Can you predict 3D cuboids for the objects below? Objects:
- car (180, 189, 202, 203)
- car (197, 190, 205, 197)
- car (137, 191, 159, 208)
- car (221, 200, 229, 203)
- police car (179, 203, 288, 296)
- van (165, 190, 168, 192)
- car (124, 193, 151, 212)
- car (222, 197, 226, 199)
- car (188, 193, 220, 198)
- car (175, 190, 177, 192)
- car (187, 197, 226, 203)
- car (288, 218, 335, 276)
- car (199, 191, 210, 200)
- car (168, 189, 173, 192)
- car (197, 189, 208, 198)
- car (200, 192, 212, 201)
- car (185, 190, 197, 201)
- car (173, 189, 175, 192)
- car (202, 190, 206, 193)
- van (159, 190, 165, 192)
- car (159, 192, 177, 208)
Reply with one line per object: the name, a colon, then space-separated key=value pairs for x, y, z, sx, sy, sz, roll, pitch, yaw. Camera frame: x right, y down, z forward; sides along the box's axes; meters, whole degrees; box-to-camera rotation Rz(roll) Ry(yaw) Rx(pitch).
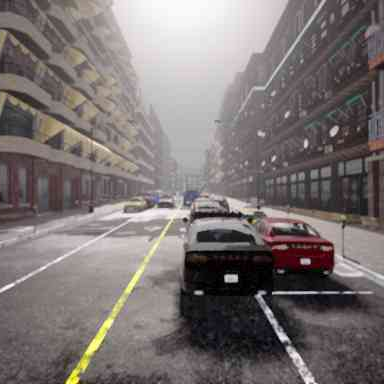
car: x=-0.077 y=0.626 z=45.215 sx=2.150 sy=2.045 sz=5.566 roll=0 pitch=1 yaw=0
car: x=2.395 y=0.387 z=87.169 sx=1.967 sy=1.590 sz=4.097 roll=1 pitch=1 yaw=0
car: x=-5.357 y=0.815 z=37.441 sx=2.192 sy=1.841 sz=5.009 roll=2 pitch=1 yaw=0
car: x=2.558 y=1.309 z=15.444 sx=1.752 sy=1.417 sz=4.829 roll=1 pitch=1 yaw=0
police car: x=0.699 y=1.303 z=8.515 sx=1.930 sy=1.638 sz=5.238 roll=0 pitch=1 yaw=0
van: x=-5.388 y=0.642 z=54.030 sx=1.690 sy=1.788 sz=3.998 roll=1 pitch=1 yaw=0
car: x=-5.352 y=1.098 z=31.742 sx=1.752 sy=1.417 sz=4.829 roll=2 pitch=1 yaw=0
car: x=2.527 y=1.115 z=31.863 sx=1.887 sy=1.381 sz=4.507 roll=1 pitch=1 yaw=0
car: x=0.782 y=1.119 z=24.600 sx=1.801 sy=1.575 sz=5.366 roll=0 pitch=1 yaw=0
car: x=-5.444 y=0.567 z=81.684 sx=1.947 sy=1.339 sz=4.313 roll=1 pitch=1 yaw=0
car: x=0.792 y=1.250 z=18.409 sx=1.837 sy=1.490 sz=4.892 roll=0 pitch=1 yaw=0
car: x=2.568 y=1.406 z=9.743 sx=1.887 sy=1.381 sz=4.507 roll=1 pitch=1 yaw=0
car: x=2.477 y=0.618 z=65.045 sx=1.967 sy=1.590 sz=4.097 roll=1 pitch=1 yaw=0
car: x=-5.408 y=0.493 z=65.090 sx=2.192 sy=1.841 sz=5.009 roll=1 pitch=1 yaw=0
car: x=2.418 y=0.373 z=76.105 sx=2.192 sy=1.841 sz=5.009 roll=1 pitch=1 yaw=0
car: x=2.477 y=0.783 z=59.515 sx=1.887 sy=1.381 sz=4.507 roll=1 pitch=1 yaw=0
car: x=-0.107 y=0.586 z=59.917 sx=2.097 sy=1.767 sz=4.553 roll=0 pitch=1 yaw=0
car: x=-5.418 y=0.433 z=70.620 sx=2.192 sy=1.841 sz=5.009 roll=1 pitch=1 yaw=0
car: x=2.488 y=0.846 z=53.986 sx=1.887 sy=1.381 sz=4.507 roll=1 pitch=1 yaw=0
van: x=-5.377 y=0.706 z=48.499 sx=1.690 sy=1.788 sz=3.998 roll=2 pitch=1 yaw=0
car: x=-2.918 y=1.033 z=38.614 sx=2.033 sy=1.411 sz=5.357 roll=0 pitch=1 yaw=0
